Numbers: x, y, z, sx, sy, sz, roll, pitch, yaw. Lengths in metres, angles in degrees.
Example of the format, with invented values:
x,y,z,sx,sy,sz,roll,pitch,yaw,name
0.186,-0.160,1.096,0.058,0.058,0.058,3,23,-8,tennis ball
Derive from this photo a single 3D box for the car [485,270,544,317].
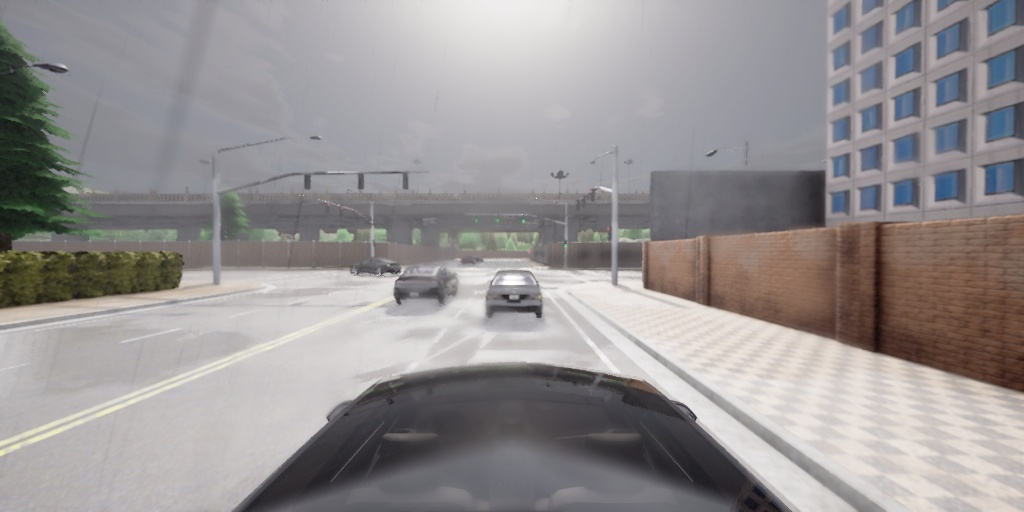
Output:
x,y,z,sx,sy,sz,roll,pitch,yaw,name
0.081,1.188,12.637,2.033,1.411,5.357,0,1,0,car

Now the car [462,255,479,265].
x,y,z,sx,sy,sz,roll,pitch,yaw,name
-7.047,0.662,58.149,1.882,1.535,5.008,0,1,0,car

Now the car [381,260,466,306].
x,y,z,sx,sy,sz,roll,pitch,yaw,name
-3.412,1.108,14.971,2.128,1.511,4.902,0,1,0,car

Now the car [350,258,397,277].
x,y,z,sx,sy,sz,roll,pitch,yaw,name
-11.780,0.938,30.895,4.892,1.490,1.837,0,-1,27,car
